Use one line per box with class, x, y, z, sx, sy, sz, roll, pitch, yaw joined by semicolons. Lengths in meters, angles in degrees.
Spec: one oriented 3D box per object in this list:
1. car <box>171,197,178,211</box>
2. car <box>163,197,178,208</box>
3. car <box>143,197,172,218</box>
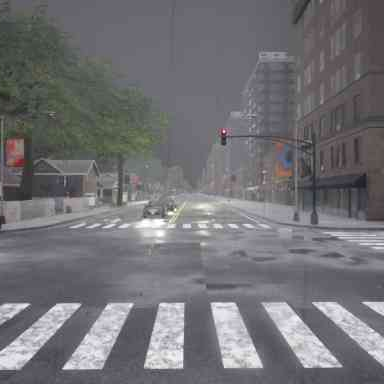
car;-3.218;1.367;39.943;2.097;1.767;4.553;0;0;1
car;-3.181;1.548;49.901;1.812;1.442;4.674;0;0;0
car;-3.252;1.500;30.209;2.128;1.511;4.902;0;0;0
